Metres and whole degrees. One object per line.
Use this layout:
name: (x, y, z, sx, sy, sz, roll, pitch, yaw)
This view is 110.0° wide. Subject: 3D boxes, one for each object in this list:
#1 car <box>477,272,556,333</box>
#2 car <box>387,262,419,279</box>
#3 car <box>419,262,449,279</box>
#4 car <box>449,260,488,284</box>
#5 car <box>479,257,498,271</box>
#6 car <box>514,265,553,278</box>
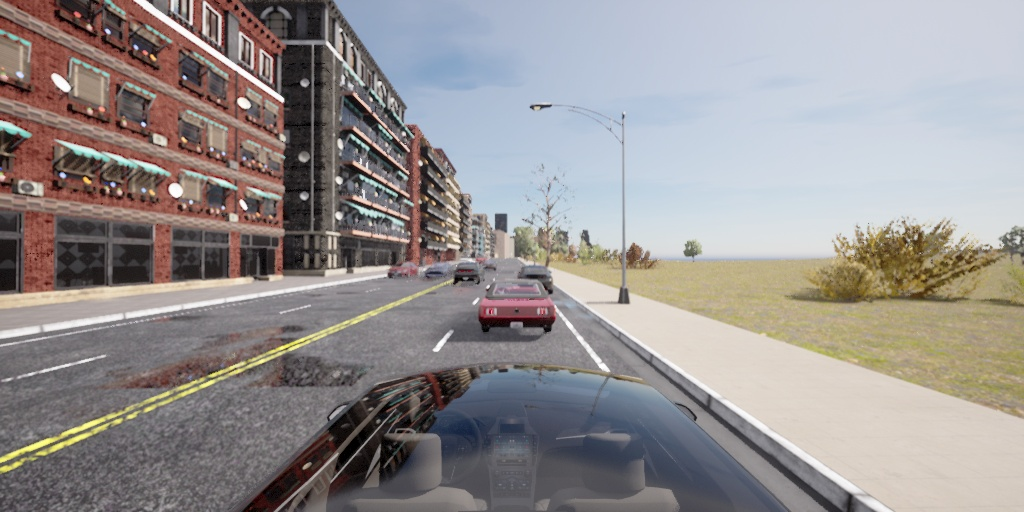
car: (0.128, 1.342, 10.704, 1.895, 1.301, 4.718, 0, 0, 0)
car: (-9.752, 1.244, 32.509, 1.812, 1.442, 4.674, 0, 0, 0)
car: (-6.503, 1.266, 32.651, 2.033, 1.411, 5.357, 0, 0, 0)
car: (-3.072, 1.230, 26.235, 1.837, 1.490, 4.892, 0, 0, 0)
car: (-3.000, 1.246, 48.490, 2.033, 1.411, 5.357, 0, 0, 0)
car: (1.196, 1.237, 19.916, 1.837, 1.490, 4.892, 0, 0, 0)
